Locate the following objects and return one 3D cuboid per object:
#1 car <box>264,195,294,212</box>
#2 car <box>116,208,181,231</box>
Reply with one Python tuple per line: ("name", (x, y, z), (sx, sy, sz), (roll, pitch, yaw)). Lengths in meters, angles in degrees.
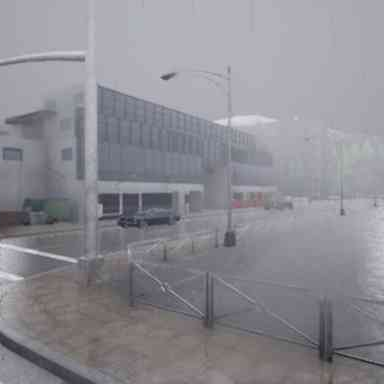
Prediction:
("car", (11.128, 1.419, 42.303), (2.150, 2.045, 5.566), (0, 0, 36))
("car", (-2.861, 1.796, 22.707), (1.895, 1.301, 4.718), (0, 0, 35))
